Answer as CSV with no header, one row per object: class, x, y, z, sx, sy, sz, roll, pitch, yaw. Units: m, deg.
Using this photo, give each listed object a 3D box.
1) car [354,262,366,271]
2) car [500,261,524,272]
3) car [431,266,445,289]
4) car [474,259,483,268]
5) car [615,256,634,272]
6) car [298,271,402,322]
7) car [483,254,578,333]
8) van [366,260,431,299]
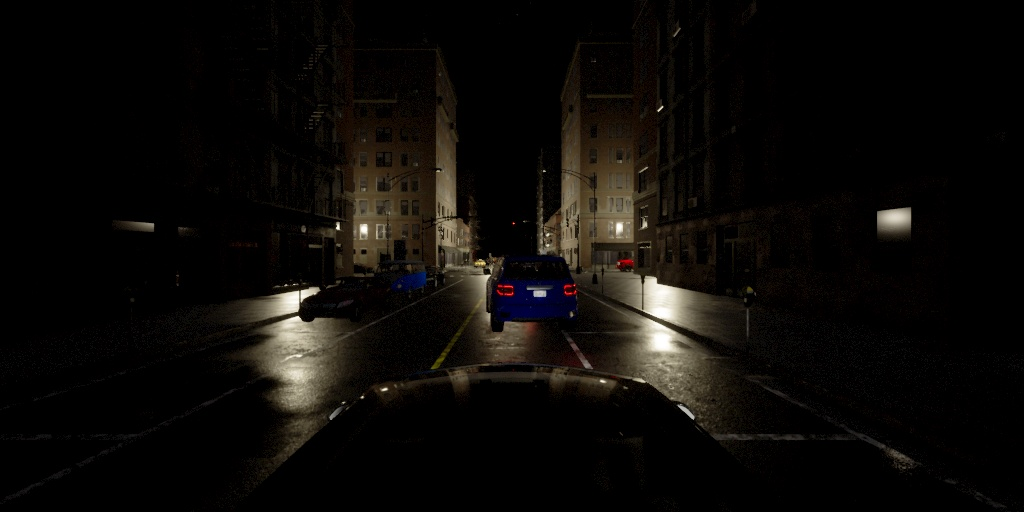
car,-17.595,1.403,40.017,4.181,1.385,1.994,0,0,0
car,0.088,1.346,47.636,1.895,1.301,4.718,0,0,16
car,-5.394,1.301,22.971,2.007,1.370,4.403,0,0,0
car,-5.396,1.276,60.765,1.751,1.417,4.829,0,0,0
car,15.327,0.880,43.024,5.566,2.045,2.150,0,0,0
car,-5.395,1.332,12.159,1.802,1.307,4.207,0,0,0
car,0.358,0.972,11.001,2.150,2.045,5.566,0,0,-6
van,-5.394,1.091,17.565,1.690,1.789,3.998,0,0,0
